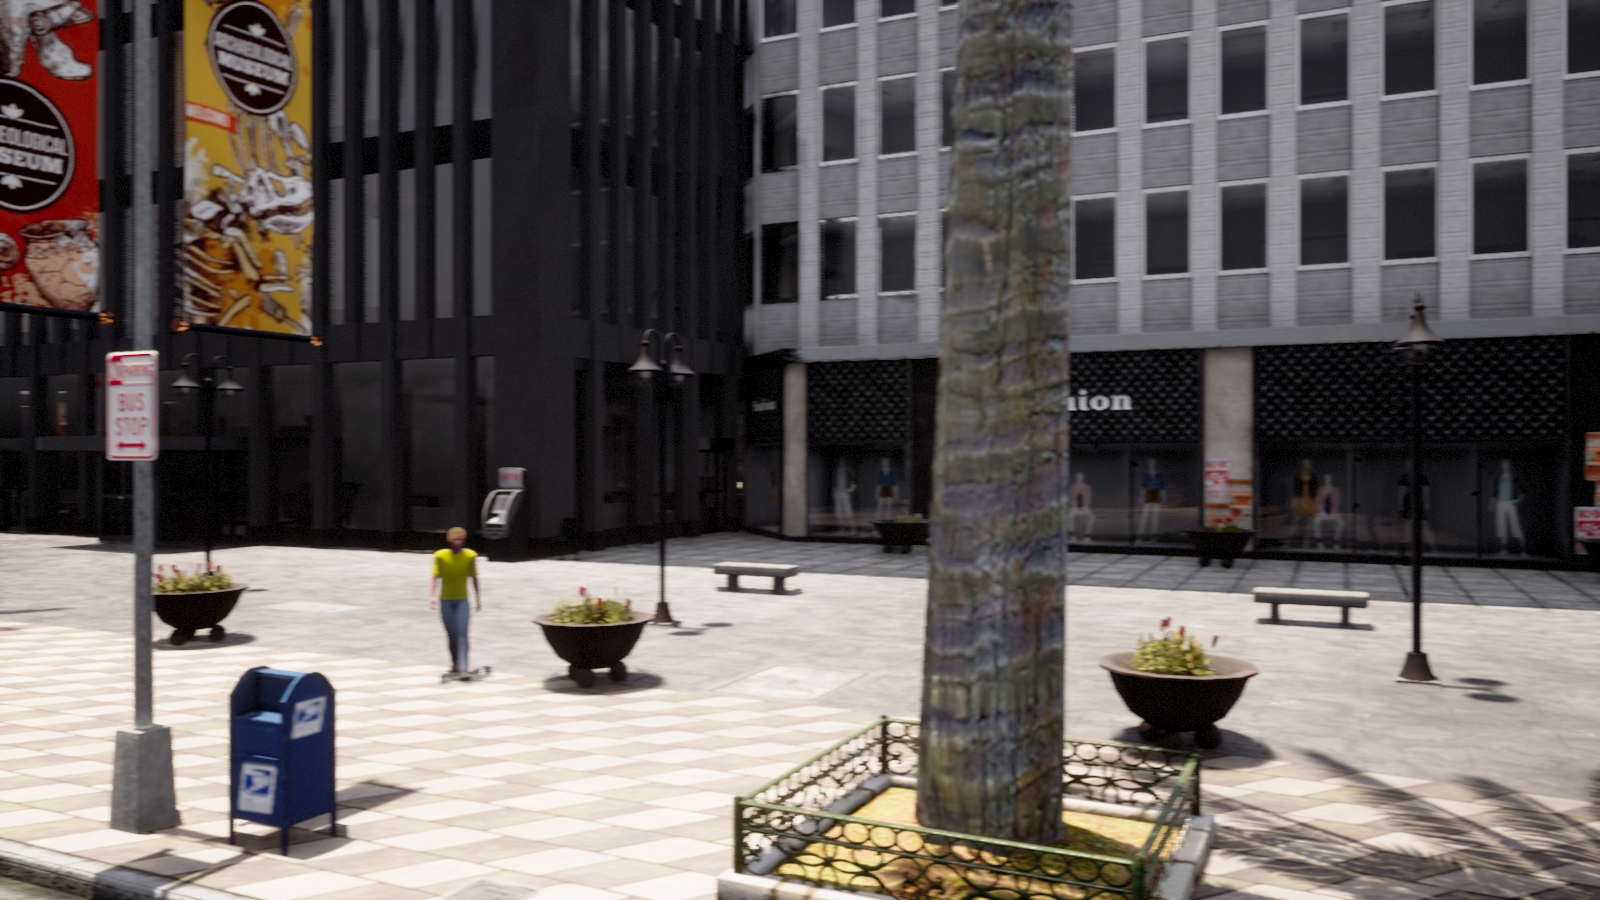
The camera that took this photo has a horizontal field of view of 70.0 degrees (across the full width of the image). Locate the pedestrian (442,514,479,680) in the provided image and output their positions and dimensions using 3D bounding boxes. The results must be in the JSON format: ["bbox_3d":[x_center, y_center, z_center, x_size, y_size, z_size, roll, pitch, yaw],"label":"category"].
[{"bbox_3d":[-3.940,1.688,13.249,0.375,1.860,0.375,0,0,-21],"label":"pedestrian"}]
